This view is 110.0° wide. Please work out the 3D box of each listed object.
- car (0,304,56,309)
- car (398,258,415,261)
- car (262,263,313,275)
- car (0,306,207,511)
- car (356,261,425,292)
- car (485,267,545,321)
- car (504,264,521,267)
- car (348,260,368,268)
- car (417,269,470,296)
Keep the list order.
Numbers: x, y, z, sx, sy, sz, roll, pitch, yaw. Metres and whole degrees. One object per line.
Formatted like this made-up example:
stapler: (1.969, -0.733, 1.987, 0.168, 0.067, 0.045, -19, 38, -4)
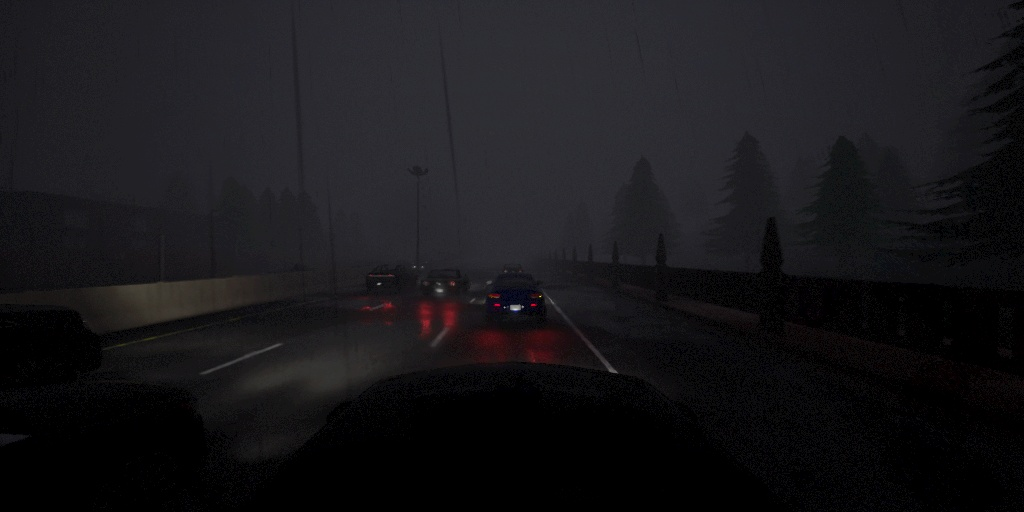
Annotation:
car: (-6.900, 0.972, 2.646, 2.150, 2.045, 5.566, 0, 0, 0)
car: (-14.500, 1.282, 46.980, 1.812, 1.442, 4.674, 0, 0, -1)
car: (-17.624, 1.280, 28.447, 1.812, 1.442, 4.674, 0, 0, 0)
car: (-3.400, 1.241, 0.905, 2.128, 1.511, 4.902, 0, 0, 0)
car: (-6.899, 1.244, 21.031, 2.128, 1.511, 4.902, 0, 0, 0)
car: (0.100, 1.277, 12.345, 1.812, 1.442, 4.674, 0, 0, 0)
car: (0.040, 1.355, 32.860, 1.895, 1.301, 4.718, 0, 0, -1)
car: (-21.626, 1.305, 51.735, 2.033, 1.411, 5.357, 0, 0, -1)
car: (-3.399, 1.353, 19.167, 1.895, 1.301, 4.718, 0, 0, 0)
